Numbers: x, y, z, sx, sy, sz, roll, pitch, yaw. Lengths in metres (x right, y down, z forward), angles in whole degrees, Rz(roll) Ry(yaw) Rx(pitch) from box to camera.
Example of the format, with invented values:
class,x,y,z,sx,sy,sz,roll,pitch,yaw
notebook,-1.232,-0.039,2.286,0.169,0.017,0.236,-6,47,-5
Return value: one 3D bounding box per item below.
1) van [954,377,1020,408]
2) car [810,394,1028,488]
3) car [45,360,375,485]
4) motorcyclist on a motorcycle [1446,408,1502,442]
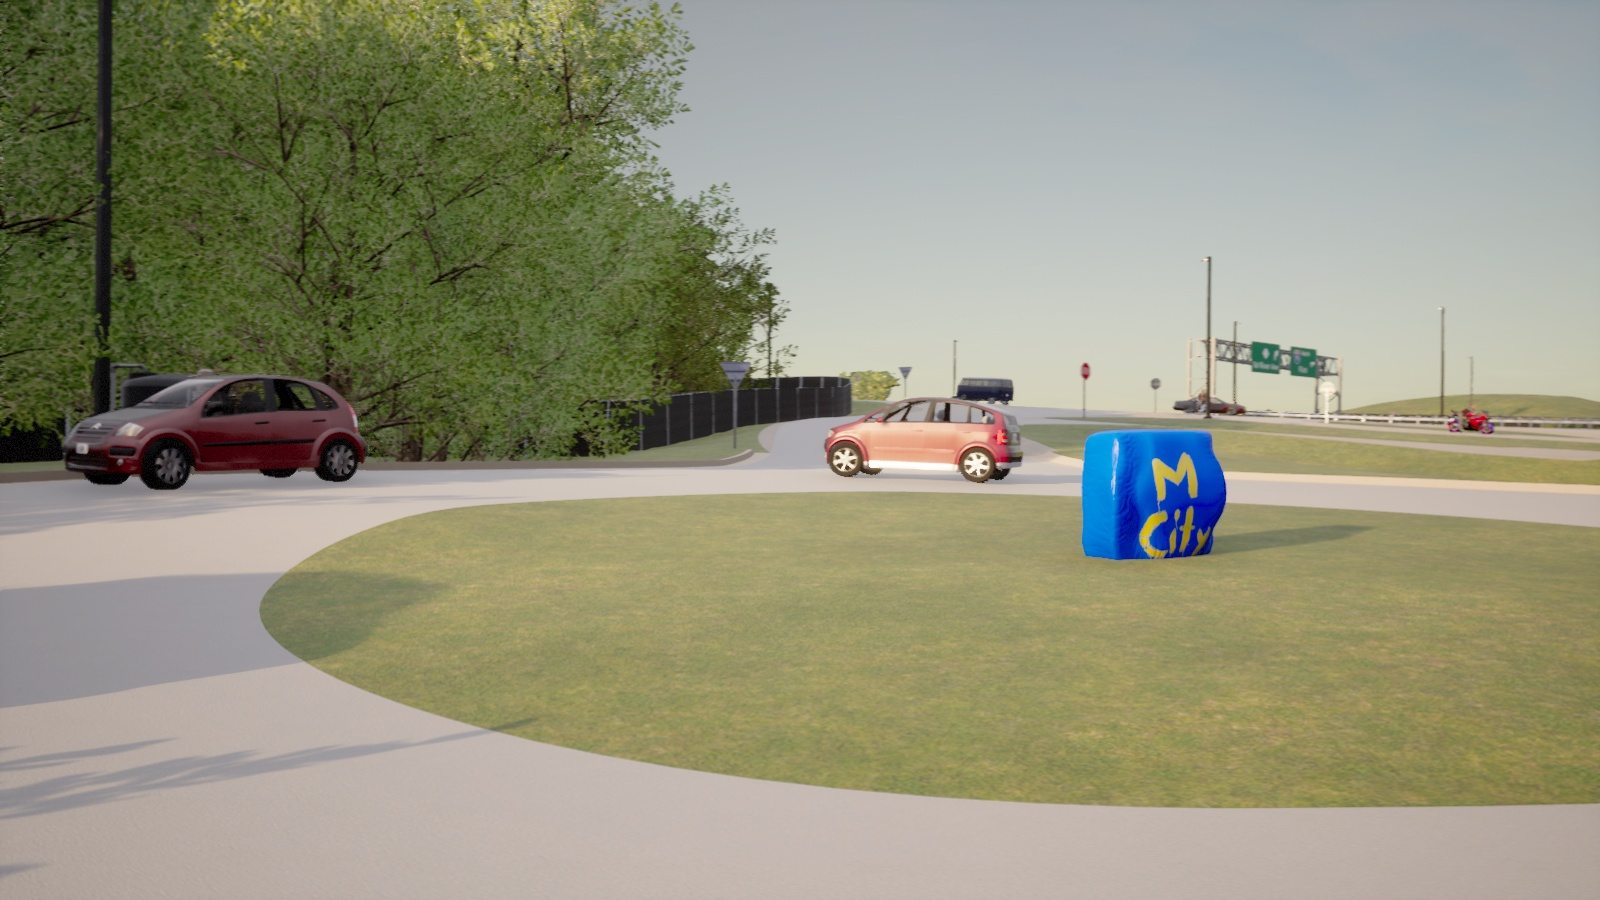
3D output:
class,x,y,z,sx,sy,sz,roll,pitch,yaw
van,13.439,-4.142,90.479,1.775,1.987,4.442,1,3,-43
car,2.265,-0.195,23.795,3.705,1.549,1.789,3,2,21
car,-8.482,-0.419,18.366,1.851,1.617,3.988,2,2,33
motorcyclist on a motorcycle,34.055,-1.268,63.454,0.866,1.530,2.191,1,4,-42
